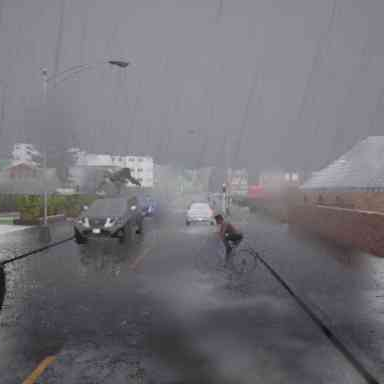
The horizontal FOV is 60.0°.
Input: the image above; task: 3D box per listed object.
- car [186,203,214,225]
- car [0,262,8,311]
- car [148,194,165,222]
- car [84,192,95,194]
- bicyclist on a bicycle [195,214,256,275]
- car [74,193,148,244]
[{"bbox_3d":[0.580,1.523,23.648,1.812,1.442,4.674,0,0,1],"label":"car"},{"bbox_3d":[-4.045,1.491,3.584,2.128,1.511,4.902,0,0,1],"label":"car"},{"bbox_3d":[-3.447,1.219,26.998,2.150,2.045,5.566,0,0,1],"label":"car"},{"bbox_3d":[-18.533,0.978,58.744,1.905,1.878,3.866,0,0,36],"label":"car"},{"bbox_3d":[0.897,1.428,8.931,1.656,1.620,0.582,-1,0,1],"label":"bicyclist on a bicycle"},{"bbox_3d":[-3.765,1.222,16.064,2.150,2.045,5.566,0,0,1],"label":"car"}]
